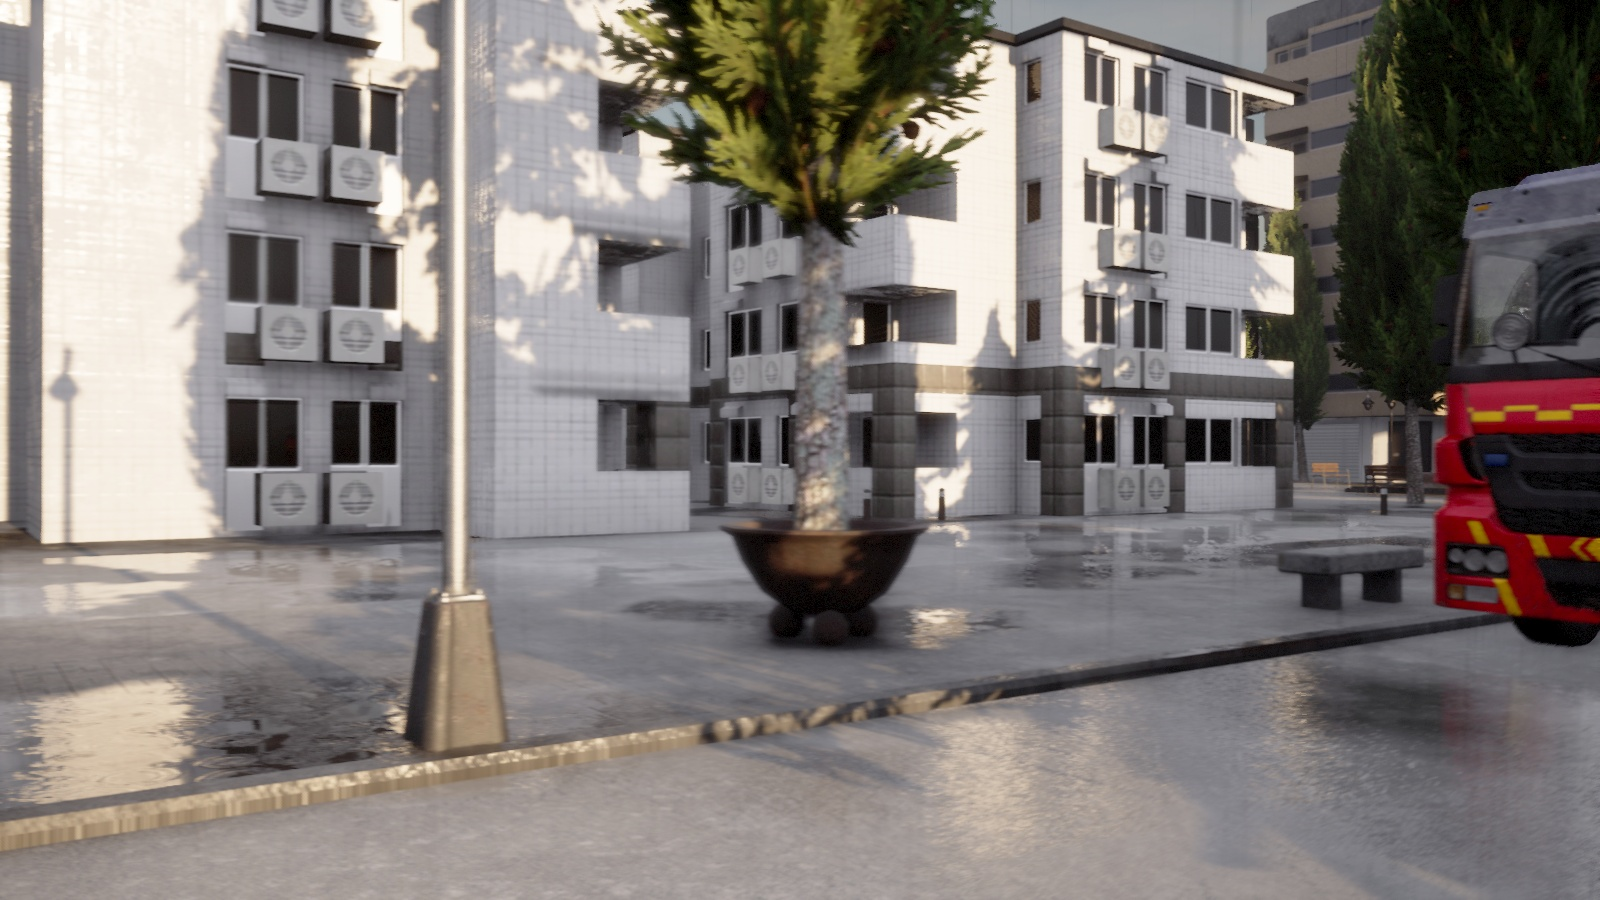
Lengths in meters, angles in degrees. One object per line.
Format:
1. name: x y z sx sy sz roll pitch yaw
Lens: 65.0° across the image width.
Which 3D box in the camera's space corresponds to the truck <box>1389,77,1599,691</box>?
1. truck: 8.504 -0.413 10.190 8.468 3.827 2.891 0 0 -35
